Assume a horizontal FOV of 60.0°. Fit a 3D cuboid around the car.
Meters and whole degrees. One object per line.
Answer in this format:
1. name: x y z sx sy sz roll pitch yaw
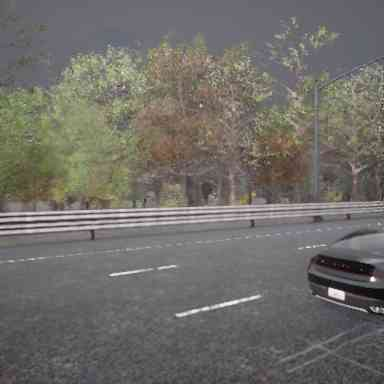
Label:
1. car: 4.511 1.504 7.017 4.892 1.490 1.837 0 0 -33
